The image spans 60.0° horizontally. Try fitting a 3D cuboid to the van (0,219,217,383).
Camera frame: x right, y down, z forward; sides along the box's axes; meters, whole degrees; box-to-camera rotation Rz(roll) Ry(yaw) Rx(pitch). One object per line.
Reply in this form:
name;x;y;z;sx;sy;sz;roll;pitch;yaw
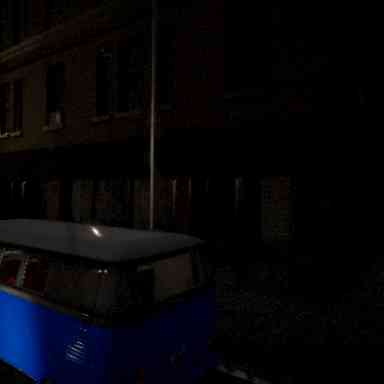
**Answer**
van;-1.625;1.308;4.226;3.998;1.788;1.690;1;0;35
